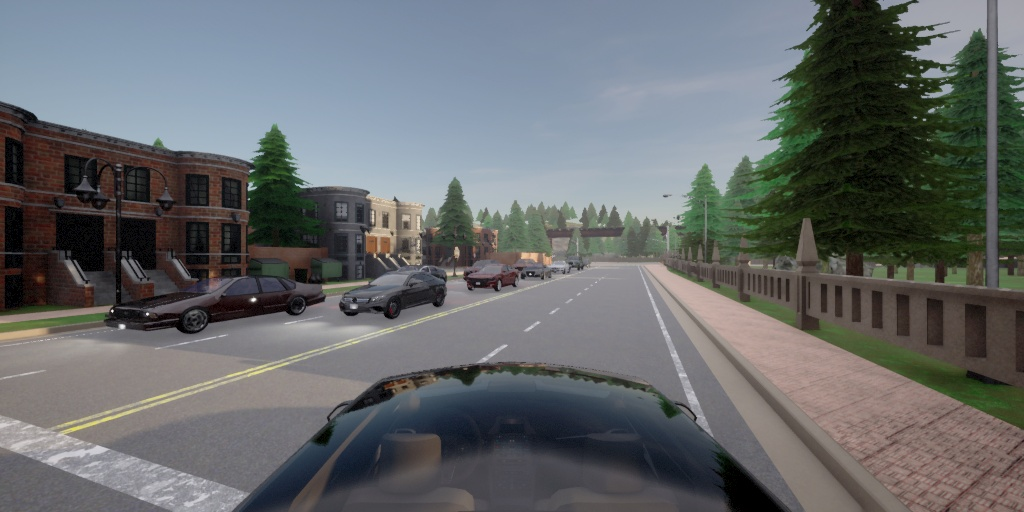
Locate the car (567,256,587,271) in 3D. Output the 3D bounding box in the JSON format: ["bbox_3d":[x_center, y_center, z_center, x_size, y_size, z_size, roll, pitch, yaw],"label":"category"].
[{"bbox_3d":[8.809,0.972,50.848,2.150,2.045,5.566,0,0,19],"label":"car"}]

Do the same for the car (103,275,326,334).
[{"bbox_3d":[-8.459,1.297,11.082,2.033,1.411,5.357,0,0,19],"label":"car"}]

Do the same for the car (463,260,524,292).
[{"bbox_3d":[-1.052,1.228,21.953,1.882,1.535,5.008,0,0,19],"label":"car"}]

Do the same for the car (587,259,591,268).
[{"bbox_3d":[12.296,1.255,61.015,1.837,1.490,4.892,0,0,19],"label":"car"}]

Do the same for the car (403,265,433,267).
[{"bbox_3d":[-5.403,1.242,20.054,2.128,1.511,4.902,0,0,18],"label":"car"}]

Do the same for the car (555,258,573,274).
[{"bbox_3d":[5.436,1.276,40.978,1.812,1.442,4.674,0,0,19],"label":"car"}]

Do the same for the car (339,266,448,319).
[{"bbox_3d":[-4.063,1.276,13.123,1.812,1.442,4.674,0,0,19],"label":"car"}]

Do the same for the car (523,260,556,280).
[{"bbox_3d":[2.189,1.314,31.430,1.994,1.385,4.181,0,0,20],"label":"car"}]
